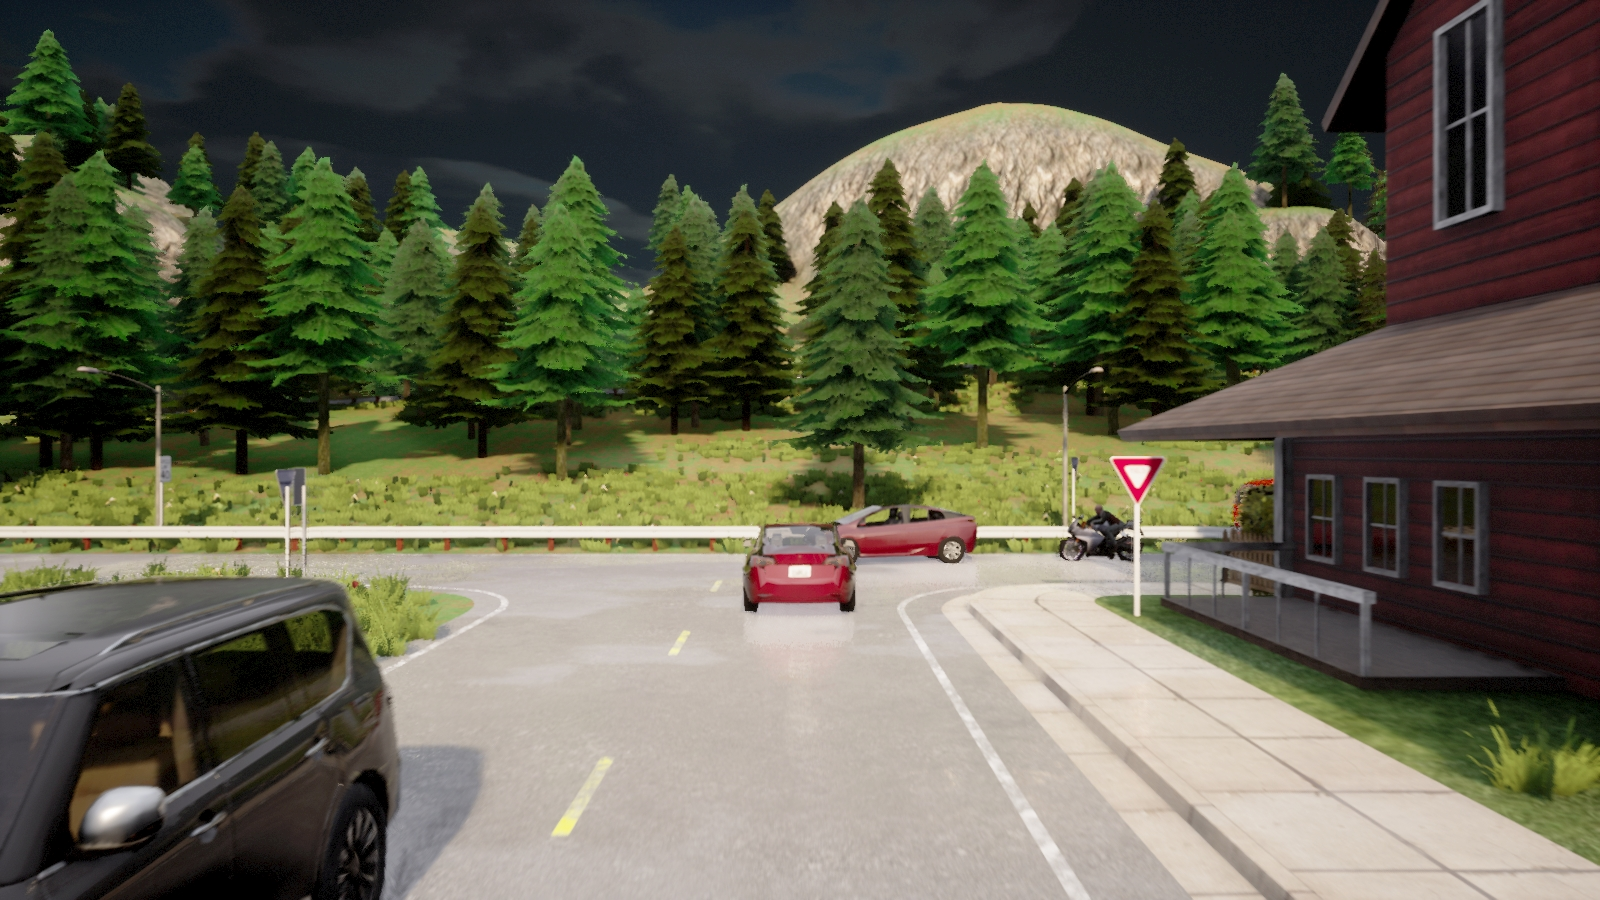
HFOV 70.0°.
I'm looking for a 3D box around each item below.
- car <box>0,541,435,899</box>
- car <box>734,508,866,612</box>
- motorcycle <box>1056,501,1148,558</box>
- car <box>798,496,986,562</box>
[{"bbox_3d":[-3.529,1.640,4.961,2.150,2.045,5.566,0,0,0],"label":"car"},{"bbox_3d":[-0.022,1.933,21.233,2.163,1.488,4.792,0,0,-1],"label":"car"},{"bbox_3d":[7.974,2.101,30.278,2.209,1.460,0.867,0,0,0],"label":"motorcycle"},{"bbox_3d":[2.341,2.019,29.771,4.514,1.525,2.007,0,0,-11],"label":"car"}]
